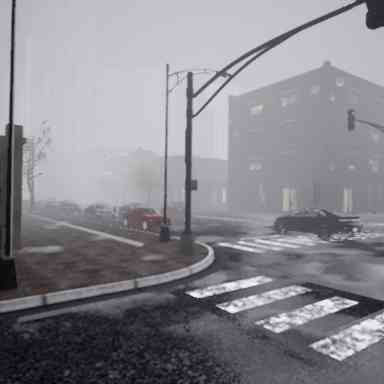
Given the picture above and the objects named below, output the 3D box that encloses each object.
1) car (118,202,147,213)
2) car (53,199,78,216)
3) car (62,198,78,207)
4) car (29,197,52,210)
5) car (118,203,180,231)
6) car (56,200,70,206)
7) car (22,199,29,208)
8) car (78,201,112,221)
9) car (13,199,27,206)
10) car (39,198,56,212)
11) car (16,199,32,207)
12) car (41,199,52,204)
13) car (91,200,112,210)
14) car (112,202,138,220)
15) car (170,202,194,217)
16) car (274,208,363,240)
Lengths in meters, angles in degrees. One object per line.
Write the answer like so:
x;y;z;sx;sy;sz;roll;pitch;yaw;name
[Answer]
-7.824;1.965;43.288;2.008;1.369;4.403;1;-1;-35;car
-13.227;1.791;35.952;1.947;1.339;4.313;1;-1;-35;car
-24.719;2.113;67.239;1.967;1.590;4.097;1;-1;-35;car
-22.204;1.890;48.913;1.752;1.417;4.829;1;-1;-35;car
-2.912;1.615;21.198;1.887;1.381;4.507;1;-1;-35;car
-27.889;2.305;71.772;1.802;1.307;4.206;1;-1;-35;car
-28.598;2.011;58.152;1.887;1.381;4.507;1;-1;-35;car
-8.070;1.729;28.574;1.802;1.307;4.206;1;-1;-35;car
-34.758;2.129;66.973;1.947;1.339;4.313;1;-1;-35;car
-17.527;1.842;42.152;2.008;1.369;4.403;1;-1;-35;car
-31.587;2.079;62.439;1.947;1.339;4.313;1;-1;-35;car
-37.497;2.401;85.516;1.752;1.417;4.829;1;-1;-35;car
-14.306;2.038;52.465;1.752;1.417;4.829;1;-1;-35;car
-4.669;1.673;28.473;2.128;1.511;4.902;1;-1;-35;car
-1.620;1.761;34.427;1.967;1.590;4.097;1;-1;-35;car
6.383;1.579;17.481;2.128;1.511;4.902;1;-2;-28;car
